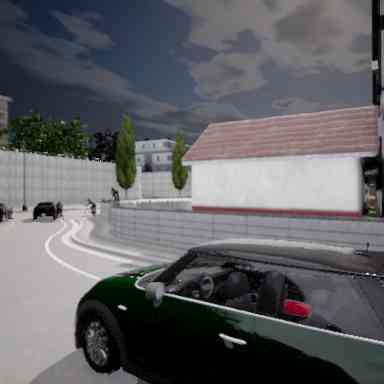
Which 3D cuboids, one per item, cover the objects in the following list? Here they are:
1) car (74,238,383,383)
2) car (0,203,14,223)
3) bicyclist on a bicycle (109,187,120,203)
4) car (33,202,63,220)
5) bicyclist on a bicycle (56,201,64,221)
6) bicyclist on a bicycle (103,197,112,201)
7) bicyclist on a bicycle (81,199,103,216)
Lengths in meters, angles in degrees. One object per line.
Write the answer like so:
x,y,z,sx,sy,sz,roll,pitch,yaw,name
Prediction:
0.558,1.362,4.037,4.553,1.767,2.097,0,0,39,car
-15.675,1.640,26.668,1.837,1.490,4.892,0,0,-17,car
-7.831,0.280,33.440,1.656,1.620,0.582,-14,-11,33,bicyclist on a bicycle
-12.878,1.640,29.897,1.837,1.490,4.892,-1,0,-13,car
-10.909,1.574,27.369,0.582,1.620,1.656,0,0,-21,bicyclist on a bicycle
-8.473,1.432,31.958,0.582,1.620,1.656,0,-1,-31,bicyclist on a bicycle
-9.398,1.429,30.765,1.656,1.620,0.582,0,0,-4,bicyclist on a bicycle
